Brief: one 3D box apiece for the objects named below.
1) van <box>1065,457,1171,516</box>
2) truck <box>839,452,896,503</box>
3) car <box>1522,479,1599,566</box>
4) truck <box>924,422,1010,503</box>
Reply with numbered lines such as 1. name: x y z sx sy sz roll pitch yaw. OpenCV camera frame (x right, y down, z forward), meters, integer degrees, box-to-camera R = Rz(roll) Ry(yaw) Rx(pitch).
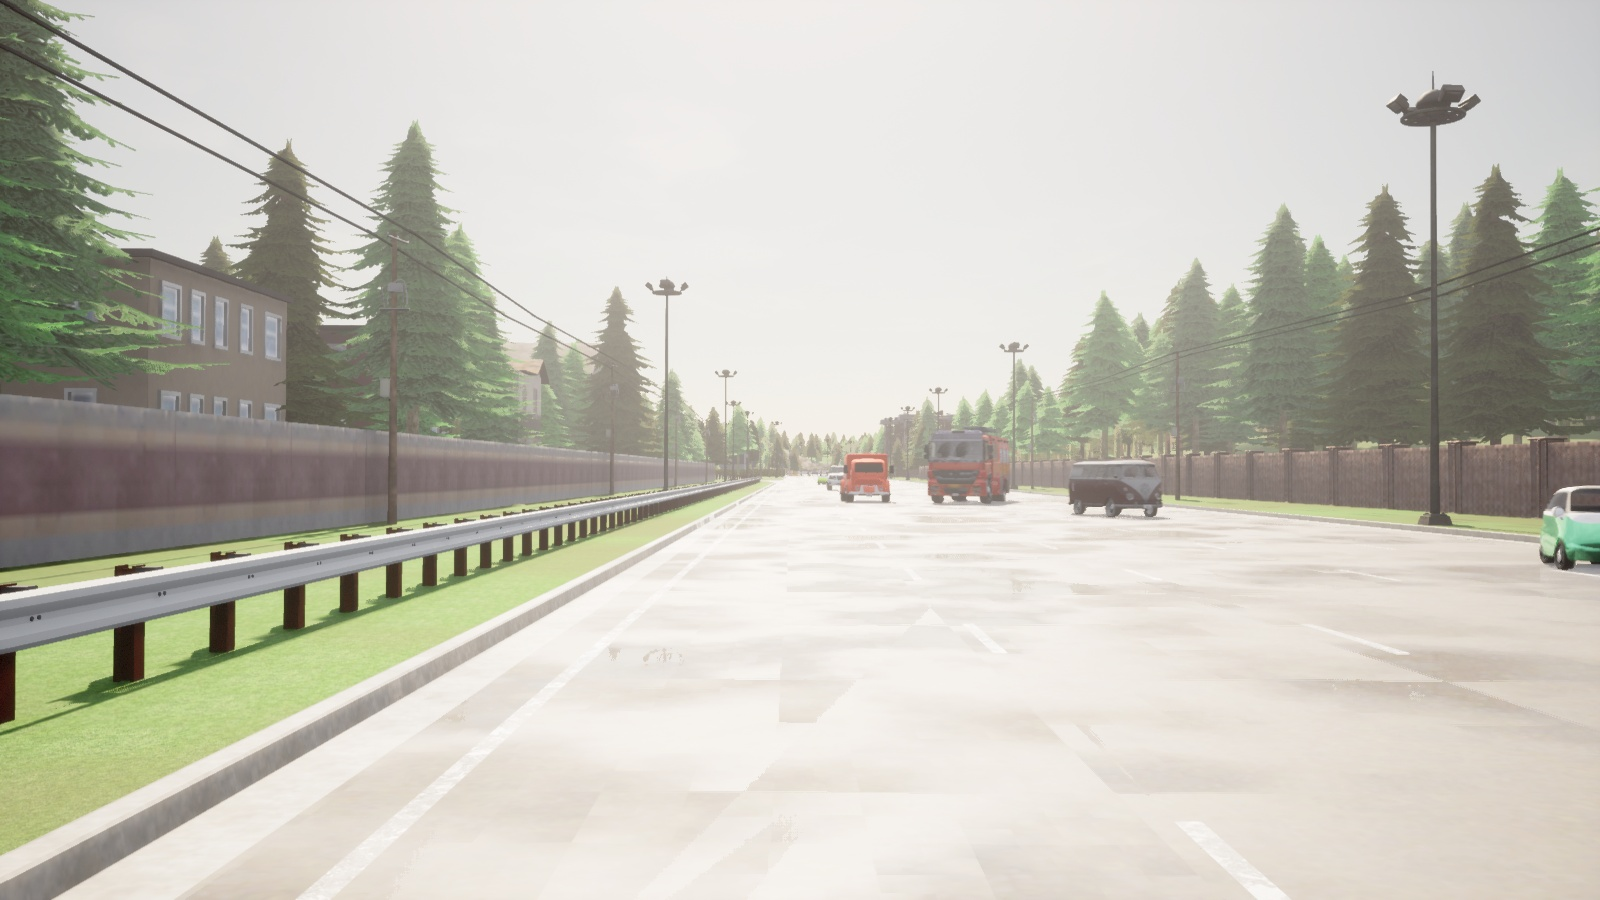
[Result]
1. van: 11.221 1.269 44.587 1.775 1.987 4.442 0 -1 -13
2. truck: 3.412 1.388 64.278 2.627 2.467 5.204 0 -1 0
3. car: 13.152 1.166 20.825 1.481 1.376 2.207 -1 -1 14
4. truck: 8.618 0.685 63.797 2.891 3.827 8.468 0 -1 18
